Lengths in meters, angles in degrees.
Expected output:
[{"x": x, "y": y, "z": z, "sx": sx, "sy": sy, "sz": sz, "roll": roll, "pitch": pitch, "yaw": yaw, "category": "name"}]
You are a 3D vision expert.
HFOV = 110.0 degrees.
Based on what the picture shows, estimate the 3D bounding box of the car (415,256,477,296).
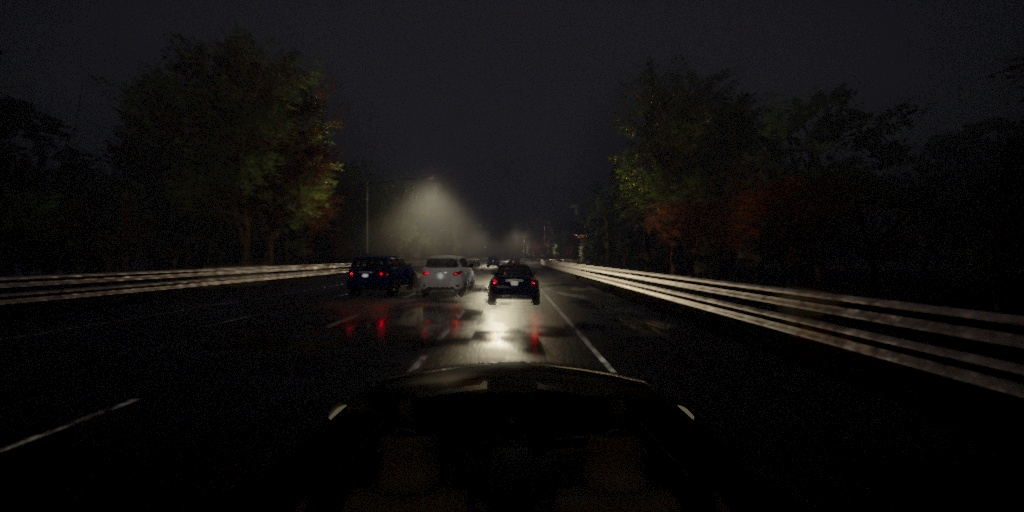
[{"x": -3.405, "y": 1.004, "z": 19.744, "sx": 2.150, "sy": 2.045, "sz": 5.566, "roll": 0, "pitch": 0, "yaw": 0, "category": "car"}]

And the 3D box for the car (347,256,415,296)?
[{"x": -6.904, "y": 1.003, "z": 19.536, "sx": 2.150, "sy": 2.045, "sz": 5.566, "roll": 0, "pitch": 0, "yaw": 0, "category": "car"}]

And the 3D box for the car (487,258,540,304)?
[{"x": 0.094, "y": 1.128, "z": 16.647, "sx": 2.097, "sy": 1.767, "sz": 4.553, "roll": 0, "pitch": 0, "yaw": 0, "category": "car"}]
